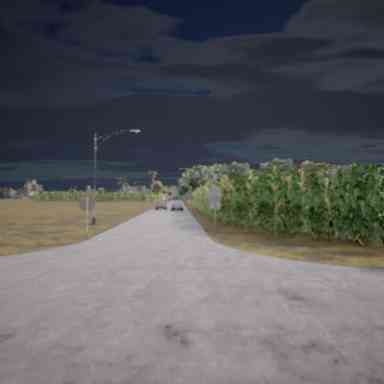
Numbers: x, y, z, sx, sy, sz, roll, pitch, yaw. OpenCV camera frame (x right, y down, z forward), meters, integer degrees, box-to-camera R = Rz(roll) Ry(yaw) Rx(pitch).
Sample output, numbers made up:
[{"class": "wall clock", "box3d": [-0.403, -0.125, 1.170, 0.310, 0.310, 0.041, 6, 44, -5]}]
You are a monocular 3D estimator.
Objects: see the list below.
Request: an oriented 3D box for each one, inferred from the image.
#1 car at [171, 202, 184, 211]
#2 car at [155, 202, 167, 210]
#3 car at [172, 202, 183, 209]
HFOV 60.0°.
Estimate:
[{"class": "car", "box3d": [-2.374, 2.382, 53.779, 1.994, 1.385, 4.181, 0, -1, -2]}, {"class": "car", "box3d": [-5.299, 2.431, 57.829, 1.994, 1.385, 4.181, 0, -1, -2]}, {"class": "car", "box3d": [-2.801, 2.564, 63.804, 1.895, 1.301, 4.718, 0, -1, -2]}]
